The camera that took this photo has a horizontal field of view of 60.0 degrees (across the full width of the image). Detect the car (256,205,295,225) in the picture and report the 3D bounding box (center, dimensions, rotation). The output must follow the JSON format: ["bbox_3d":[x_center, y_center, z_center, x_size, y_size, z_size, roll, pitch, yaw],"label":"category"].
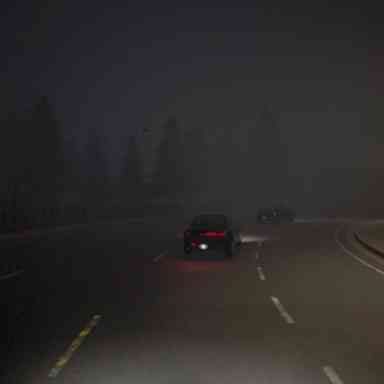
[{"bbox_3d":[6.786,1.777,26.908,1.812,1.442,4.674,0,-1,36],"label":"car"}]

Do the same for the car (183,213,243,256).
[{"bbox_3d":[0.959,1.638,13.836,1.837,1.490,4.892,0,0,13],"label":"car"}]
